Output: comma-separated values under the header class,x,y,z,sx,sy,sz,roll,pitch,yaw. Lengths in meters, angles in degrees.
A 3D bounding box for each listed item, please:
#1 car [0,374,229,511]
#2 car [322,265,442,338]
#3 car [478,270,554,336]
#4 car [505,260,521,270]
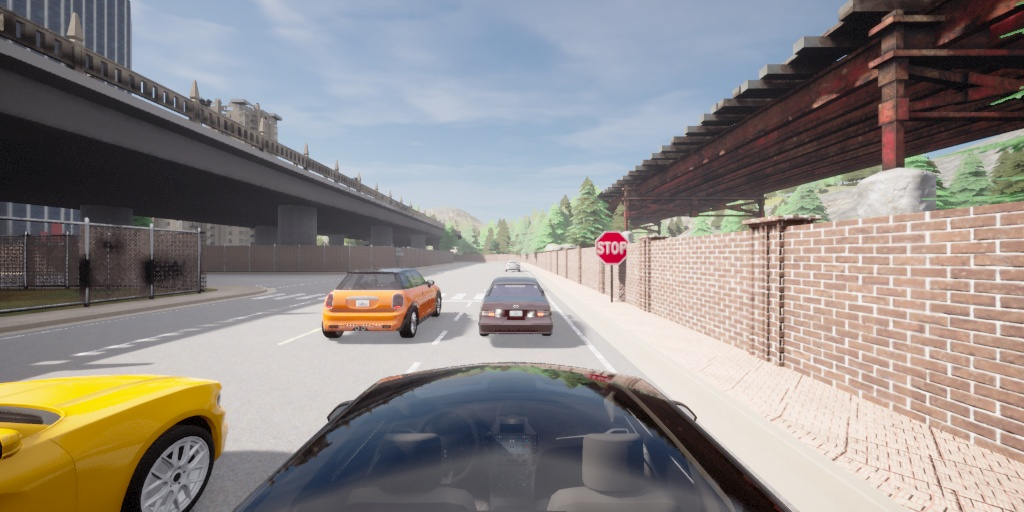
class,x,y,z,sx,sy,sz,roll,pitch,yaw
car,-3.397,1.228,1.054,1.882,1.535,5.008,0,0,0
car,-3.414,1.102,10.312,2.097,1.767,4.553,0,0,0
car,0.087,1.297,10.331,2.033,1.411,5.357,0,0,0
car,0.110,1.276,46.214,1.812,1.442,4.674,0,0,-1
